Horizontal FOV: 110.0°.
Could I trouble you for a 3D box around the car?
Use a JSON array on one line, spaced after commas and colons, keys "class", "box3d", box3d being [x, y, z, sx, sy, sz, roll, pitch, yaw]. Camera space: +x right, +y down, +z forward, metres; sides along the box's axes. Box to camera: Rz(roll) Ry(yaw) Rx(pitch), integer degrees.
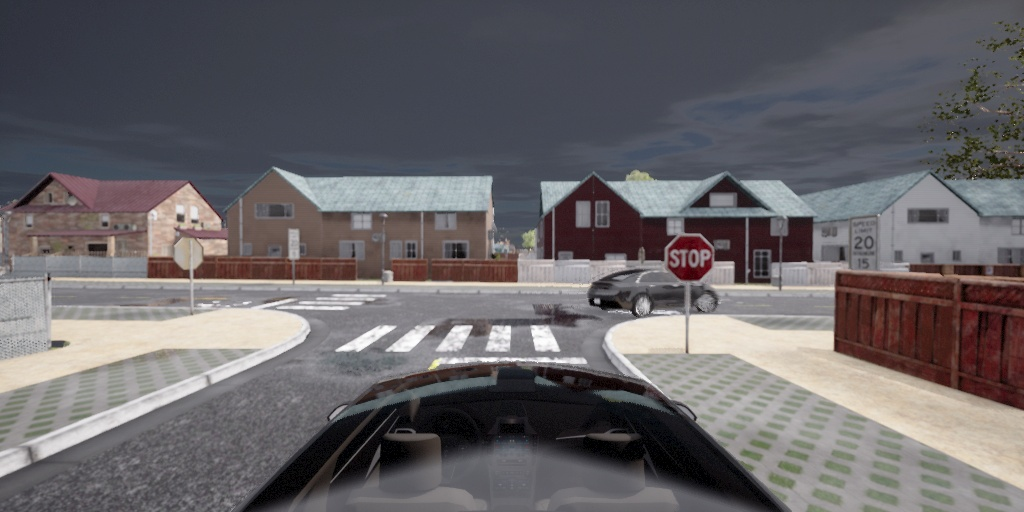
[{"class": "car", "box3d": [4.995, 1.210, 12.546, 4.892, 1.490, 1.837, 0, -2, -23]}]
